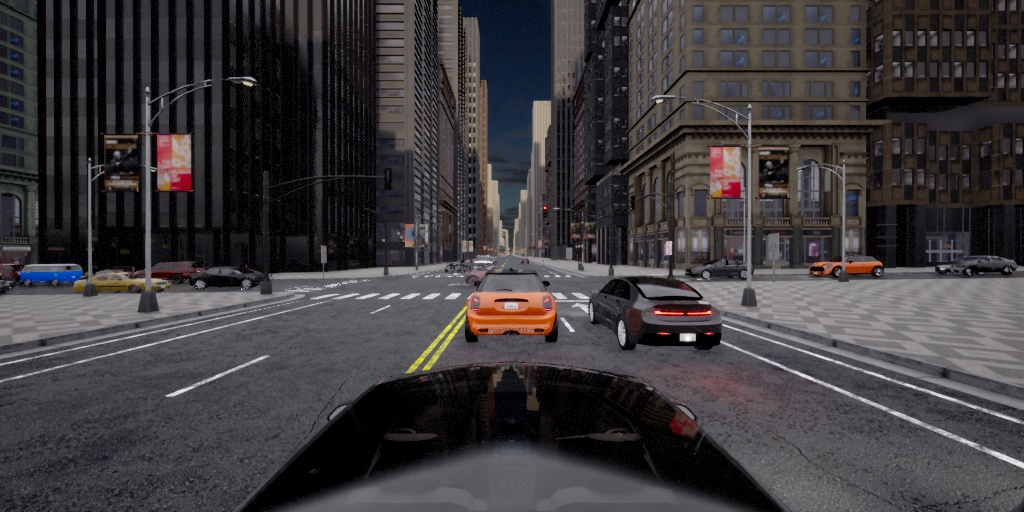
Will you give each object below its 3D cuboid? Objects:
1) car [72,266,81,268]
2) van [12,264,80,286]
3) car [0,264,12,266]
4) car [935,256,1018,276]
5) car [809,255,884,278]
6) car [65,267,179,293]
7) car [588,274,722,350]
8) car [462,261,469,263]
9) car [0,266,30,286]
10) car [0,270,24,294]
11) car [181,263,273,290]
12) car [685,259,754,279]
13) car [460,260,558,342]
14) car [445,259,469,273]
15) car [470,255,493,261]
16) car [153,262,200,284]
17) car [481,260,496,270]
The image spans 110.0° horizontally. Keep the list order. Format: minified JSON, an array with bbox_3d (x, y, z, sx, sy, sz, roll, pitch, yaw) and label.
[{"bbox_3d":[-34.212,1.754,30.622,4.207,1.307,1.802,0,0,0],"label":"car"},{"bbox_3d":[-39.299,1.582,30.628,3.998,1.789,1.690,0,0,0],"label":"van"},{"bbox_3d":[-44.386,1.624,30.634,5.009,1.841,2.192,0,0,0],"label":"car"},{"bbox_3d":[36.092,0.726,27.979,4.902,1.511,2.128,-1,0,0],"label":"car"},{"bbox_3d":[25.956,0.722,27.978,4.553,1.767,2.097,-1,0,0],"label":"car"},{"bbox_3d":[-23.878,1.595,22.084,4.829,1.417,1.751,0,0,0],"label":"car"},{"bbox_3d":[3.236,1.255,9.036,1.837,1.490,4.892,0,0,0],"label":"car"},{"bbox_3d":[-1.153,1.286,24.758,4.181,1.385,1.994,0,0,0],"label":"car"},{"bbox_3d":[-37.382,1.733,24.749,4.902,1.511,2.128,-1,0,0],"label":"car"},{"bbox_3d":[-33.819,1.753,22.083,4.403,1.370,2.007,0,0,0],"label":"car"},{"bbox_3d":[-19.312,1.471,24.771,5.008,1.535,1.882,-1,0,-1],"label":"car"},{"bbox_3d":[16.129,1.006,27.976,4.892,1.490,1.837,-1,0,0],"label":"car"},{"bbox_3d":[-0.006,1.102,9.897,2.097,1.767,4.553,0,0,0],"label":"car"},{"bbox_3d":[-6.692,1.299,42.450,1.994,1.385,4.181,0,0,0],"label":"car"},{"bbox_3d":[-3.444,0.956,43.292,2.150,2.045,5.566,0,0,0],"label":"car"},{"bbox_3d":[-29.125,1.418,30.617,5.009,1.841,2.192,0,0,0],"label":"car"},{"bbox_3d":[-3.451,1.290,53.264,1.994,1.385,4.181,0,0,1],"label":"car"}]
